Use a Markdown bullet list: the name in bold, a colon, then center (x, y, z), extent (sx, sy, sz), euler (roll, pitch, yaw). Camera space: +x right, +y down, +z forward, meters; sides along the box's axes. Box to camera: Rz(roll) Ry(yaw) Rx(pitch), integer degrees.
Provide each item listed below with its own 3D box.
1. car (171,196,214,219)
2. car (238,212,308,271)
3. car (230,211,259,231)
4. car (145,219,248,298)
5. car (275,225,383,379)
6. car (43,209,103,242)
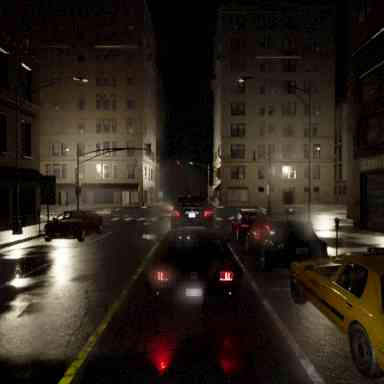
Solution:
- **car**: center (0.002, 1.215, 18.459), extent (2.150, 2.045, 5.566), euler (0, 0, 0)
- **car**: center (2.867, 1.562, 10.712), extent (1.947, 1.339, 4.313), euler (-1, 0, 0)
- **car**: center (2.870, 1.576, 16.298), extent (1.802, 1.307, 4.206), euler (-1, 0, 0)
- **car**: center (0.046, 1.598, 8.467), extent (1.895, 1.301, 4.718), euler (0, 0, 0)
- **car**: center (2.863, 1.524, 5.296), extent (1.752, 1.417, 4.829), euler (-1, 0, 0)
- **car**: center (-5.675, 1.538, 16.300), extent (1.887, 1.381, 4.507), euler (-1, 0, 0)
